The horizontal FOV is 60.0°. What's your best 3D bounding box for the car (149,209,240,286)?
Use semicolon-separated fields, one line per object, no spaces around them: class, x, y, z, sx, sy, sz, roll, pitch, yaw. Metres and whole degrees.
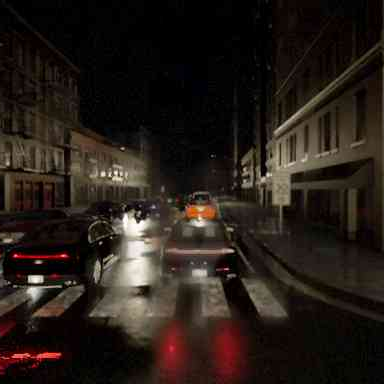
car;0.191;1.445;9.295;2.128;1.511;4.902;0;0;1

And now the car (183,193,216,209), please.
car;0.692;1.216;24.608;2.097;1.767;4.553;0;0;3

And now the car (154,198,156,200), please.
car;-4.478;1.316;47.813;1.895;1.301;4.718;0;0;5

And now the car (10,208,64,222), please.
car;-6.402;1.453;14.038;1.812;1.442;4.674;0;0;2

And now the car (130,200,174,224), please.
car;-2.652;1.474;23.146;1.895;1.301;4.718;0;0;2

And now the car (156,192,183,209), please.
car;-2.055;1.014;35.744;2.150;2.045;5.566;0;0;4

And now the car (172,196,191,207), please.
car;-1.345;1.275;45.780;2.033;1.411;5.357;0;0;4

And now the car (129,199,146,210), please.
car;-5.486;1.407;33.725;1.895;1.301;4.718;0;0;4

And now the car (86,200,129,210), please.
car;-6.078;1.377;23.224;1.837;1.490;4.892;0;1;3

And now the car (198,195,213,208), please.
car;1.878;1.208;45.284;1.882;1.535;5.008;0;0;4

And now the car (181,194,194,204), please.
car;-0.664;1.169;55.359;1.837;1.490;4.892;0;0;4

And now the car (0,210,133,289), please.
car;-3.064;1.459;8.998;1.837;1.490;4.892;0;0;1
